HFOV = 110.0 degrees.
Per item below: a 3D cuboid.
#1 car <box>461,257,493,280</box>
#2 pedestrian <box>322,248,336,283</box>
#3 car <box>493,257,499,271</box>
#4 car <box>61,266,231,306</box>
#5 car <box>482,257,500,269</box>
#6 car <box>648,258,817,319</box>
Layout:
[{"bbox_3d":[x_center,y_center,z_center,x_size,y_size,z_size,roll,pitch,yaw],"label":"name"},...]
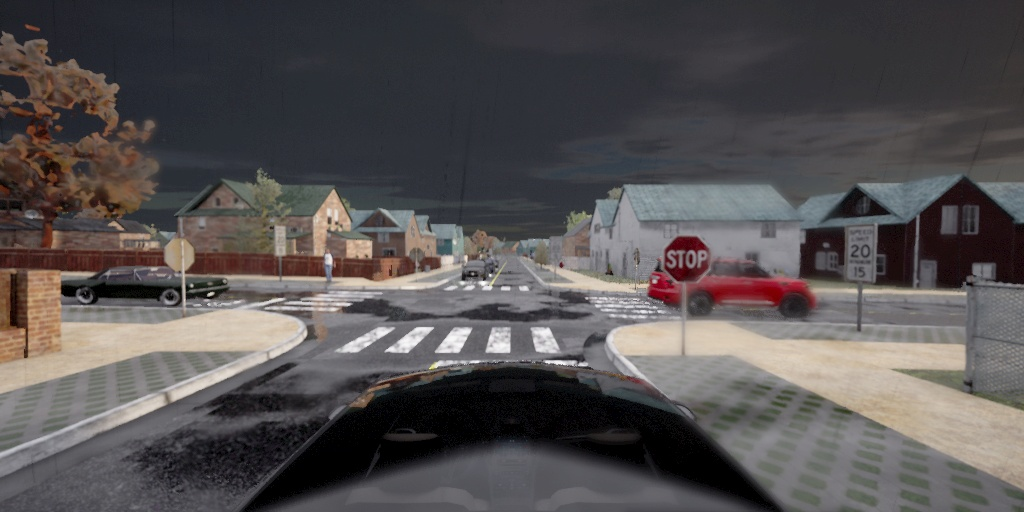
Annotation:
[{"bbox_3d":[-2.811,1.042,28.288,1.837,1.490,4.892,0,0,0],"label":"car"},{"bbox_3d":[-9.654,0.480,18.916,0.375,1.860,0.375,0,1,1],"label":"pedestrian"},{"bbox_3d":[-2.778,1.004,38.122,2.033,1.411,5.357,0,0,0],"label":"car"},{"bbox_3d":[-13.265,1.046,13.165,4.718,1.301,1.895,1,2,0],"label":"car"},{"bbox_3d":[-2.764,0.863,48.130,2.128,1.511,4.902,0,0,0],"label":"car"},{"bbox_3d":[8.002,1.097,13.352,5.566,2.045,2.150,1,1,0],"label":"car"}]
